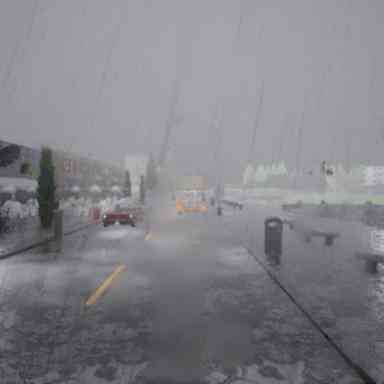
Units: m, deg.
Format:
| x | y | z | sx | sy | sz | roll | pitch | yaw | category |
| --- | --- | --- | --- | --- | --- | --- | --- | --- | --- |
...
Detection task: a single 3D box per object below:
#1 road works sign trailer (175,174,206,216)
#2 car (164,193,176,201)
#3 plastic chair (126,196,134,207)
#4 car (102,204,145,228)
| x | y | z | sx | sy | sz | roll | pitch | yaw | category |
| --- | --- | --- | --- | --- | --- | --- | --- | --- | --- |
| -0.015 | 0.191 | 28.937 | 2.380 | 3.560 | 2.880 | 0 | 1 | 0 | road works sign trailer |
| -4.066 | 0.905 | 62.336 | 2.128 | 1.511 | 4.902 | 0 | 1 | 1 | car |
| -7.466 | 1.128 | 39.970 | 0.730 | 1.271 | 0.750 | 0 | 1 | -40 | plastic chair |
| -4.111 | 1.406 | 20.530 | 1.895 | 1.301 | 4.718 | 0 | 1 | 0 | car |
